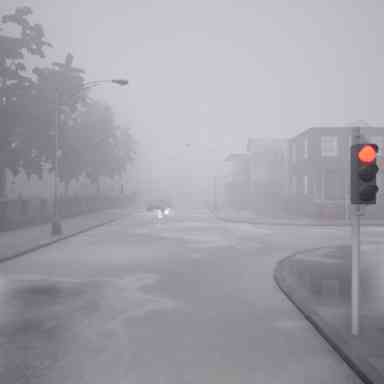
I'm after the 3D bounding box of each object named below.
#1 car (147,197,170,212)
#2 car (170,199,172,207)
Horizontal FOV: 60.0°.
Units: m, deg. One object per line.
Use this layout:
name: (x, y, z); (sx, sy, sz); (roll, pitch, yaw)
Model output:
car: (-4.060, 1.540, 38.858); (2.033, 1.411, 5.357); (0, 0, 0)
car: (-4.033, 1.482, 49.196); (2.128, 1.511, 4.902); (0, 0, 0)
